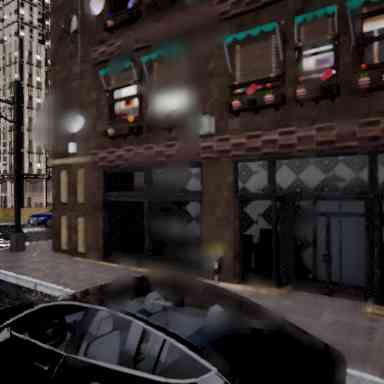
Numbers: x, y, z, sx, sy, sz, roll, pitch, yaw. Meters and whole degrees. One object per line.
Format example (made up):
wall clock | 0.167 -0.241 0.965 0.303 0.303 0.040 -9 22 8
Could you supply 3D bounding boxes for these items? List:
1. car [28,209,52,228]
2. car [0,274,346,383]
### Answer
car | -9.316 1.722 23.887 1.812 1.442 4.674 0 -1 33
car | -0.725 1.560 3.399 4.313 1.339 1.947 0 0 35
